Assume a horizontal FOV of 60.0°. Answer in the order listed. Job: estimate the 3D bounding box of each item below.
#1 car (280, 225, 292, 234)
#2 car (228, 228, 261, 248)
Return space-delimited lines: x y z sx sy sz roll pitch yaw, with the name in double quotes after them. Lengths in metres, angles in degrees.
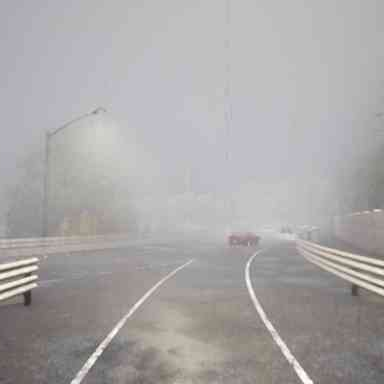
18.234 7.277 64.826 2.097 1.767 4.553 -2 -5 13 "car"
5.186 4.572 32.554 1.882 1.535 5.008 -3 -6 31 "car"
